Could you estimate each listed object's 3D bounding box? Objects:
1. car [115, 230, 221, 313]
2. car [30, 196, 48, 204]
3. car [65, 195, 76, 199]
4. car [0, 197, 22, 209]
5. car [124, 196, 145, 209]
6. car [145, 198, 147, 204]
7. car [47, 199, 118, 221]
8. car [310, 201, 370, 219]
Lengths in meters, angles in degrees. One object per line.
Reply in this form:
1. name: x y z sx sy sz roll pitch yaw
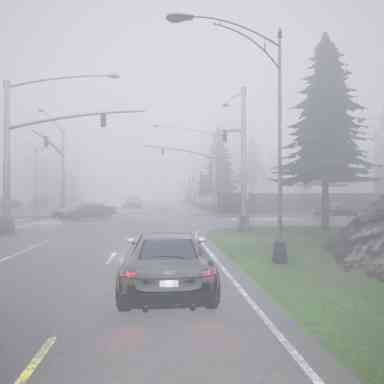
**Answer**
1. car: -0.584 1.564 7.784 1.994 1.385 4.181 0 0 -5
2. car: -26.068 1.384 56.706 1.970 1.475 3.806 0 0 -5
3. car: -23.754 1.374 64.361 1.845 1.501 3.633 0 0 -5
4. car: -21.450 1.339 38.429 2.007 1.523 4.514 0 0 -5
5. car: -7.900 1.352 44.764 2.097 1.767 4.553 0 0 -6
6. car: -9.735 1.565 63.943 1.994 1.385 4.181 0 0 -5
7. car: -8.574 1.547 27.191 2.033 1.411 5.357 0 0 36
8. car: 12.626 1.491 28.457 4.902 1.511 2.128 0 0 -7
